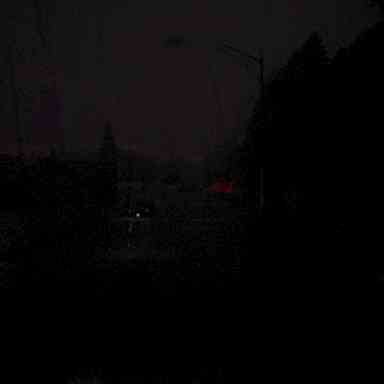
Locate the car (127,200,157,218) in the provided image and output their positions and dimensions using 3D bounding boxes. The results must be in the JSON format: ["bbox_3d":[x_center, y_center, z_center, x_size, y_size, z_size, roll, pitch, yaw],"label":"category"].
[{"bbox_3d":[-4.073,1.338,27.820,2.033,1.411,5.357,0,0,0],"label":"car"}]
